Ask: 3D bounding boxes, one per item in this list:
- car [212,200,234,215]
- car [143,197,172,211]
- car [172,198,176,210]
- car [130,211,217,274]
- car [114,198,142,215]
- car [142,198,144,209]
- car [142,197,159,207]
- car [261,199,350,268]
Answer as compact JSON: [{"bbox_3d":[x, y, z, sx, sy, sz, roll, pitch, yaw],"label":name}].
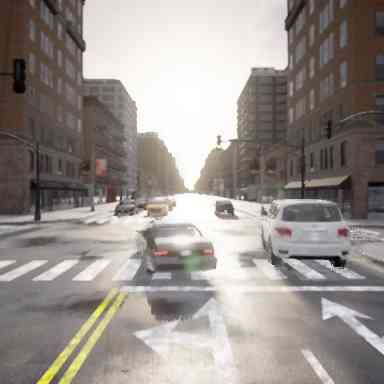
[{"bbox_3d":[3.230,1.575,34.492,1.837,1.490,4.892,0,0,0],"label":"car"},{"bbox_3d":[-3.467,1.549,34.229,1.882,1.535,5.008,0,0,0],"label":"car"},{"bbox_3d":[-3.485,1.652,43.182,1.994,1.385,4.181,0,0,0],"label":"car"},{"bbox_3d":[-0.747,1.570,10.744,2.033,1.411,5.357,0,0,-14],"label":"car"},{"bbox_3d":[-6.717,1.577,34.453,1.837,1.490,4.892,0,0,0],"label":"car"},{"bbox_3d":[-6.731,1.568,43.938,1.882,1.535,5.008,0,0,0],"label":"car"},{"bbox_3d":[-6.693,1.599,54.051,2.128,1.511,4.902,0,0,0],"label":"car"},{"bbox_3d":[3.703,1.248,11.646,2.150,2.045,5.566,-1,0,8],"label":"car"}]
